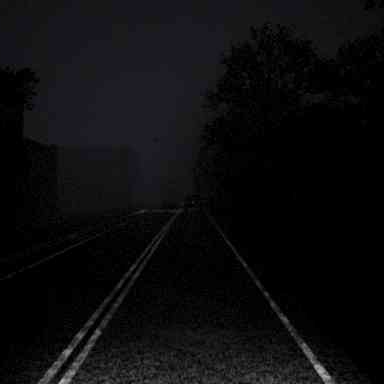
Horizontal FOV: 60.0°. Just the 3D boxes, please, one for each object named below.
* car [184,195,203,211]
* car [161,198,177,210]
[{"bbox_3d":[0.185,1.354,42.556,2.150,2.045,5.566,0,0,1],"label":"car"},{"bbox_3d":[-3.148,1.626,45.648,1.882,1.535,5.008,0,-1,1],"label":"car"}]
